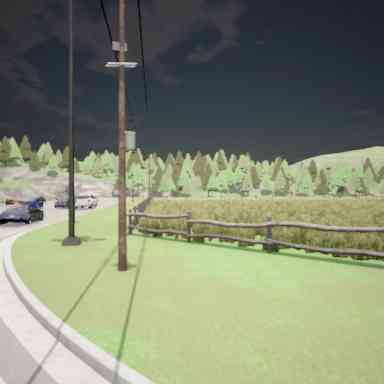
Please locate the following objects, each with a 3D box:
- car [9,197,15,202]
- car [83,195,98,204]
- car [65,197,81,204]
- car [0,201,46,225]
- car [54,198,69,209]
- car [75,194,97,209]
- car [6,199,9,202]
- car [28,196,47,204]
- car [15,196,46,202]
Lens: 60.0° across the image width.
[{"bbox_3d":[-26.086,1.645,51.764,1.882,1.535,5.008,0,0,-6],"label":"car"},{"bbox_3d":[-21.082,1.548,69.376,2.097,1.767,4.553,0,0,-6],"label":"car"},{"bbox_3d":[-24.556,1.742,68.925,2.033,1.411,5.357,0,0,-6],"label":"car"},{"bbox_3d":[-12.525,1.644,24.796,1.994,1.385,4.181,0,0,-6],"label":"car"},{"bbox_3d":[-18.756,1.693,49.178,2.033,1.411,5.357,0,0,-6],"label":"car"},{"bbox_3d":[-15.049,1.356,47.505,2.150,2.045,5.566,0,0,-6],"label":"car"},{"bbox_3d":[-30.361,1.667,57.634,1.882,1.535,5.008,0,0,-6],"label":"car"},{"bbox_3d":[-31.513,1.524,67.990,1.882,1.535,5.008,0,0,-6],"label":"car"},{"bbox_3d":[-21.863,1.622,45.447,1.882,1.535,5.008,0,0,-6],"label":"car"}]
